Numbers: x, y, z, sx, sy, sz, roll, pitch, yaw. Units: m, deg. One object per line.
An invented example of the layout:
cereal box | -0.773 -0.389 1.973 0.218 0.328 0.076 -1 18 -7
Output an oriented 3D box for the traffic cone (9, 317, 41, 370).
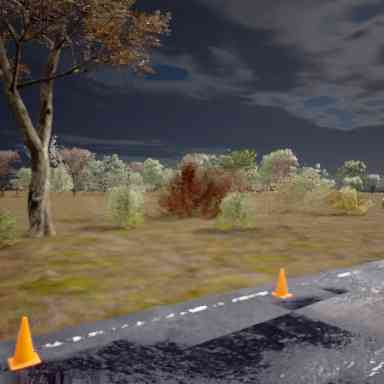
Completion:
traffic cone | -2.208 1.946 4.394 0.340 0.580 0.340 0 0 -35

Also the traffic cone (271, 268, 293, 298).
traffic cone | 1.967 1.954 7.254 0.340 0.580 0.340 0 0 -34
